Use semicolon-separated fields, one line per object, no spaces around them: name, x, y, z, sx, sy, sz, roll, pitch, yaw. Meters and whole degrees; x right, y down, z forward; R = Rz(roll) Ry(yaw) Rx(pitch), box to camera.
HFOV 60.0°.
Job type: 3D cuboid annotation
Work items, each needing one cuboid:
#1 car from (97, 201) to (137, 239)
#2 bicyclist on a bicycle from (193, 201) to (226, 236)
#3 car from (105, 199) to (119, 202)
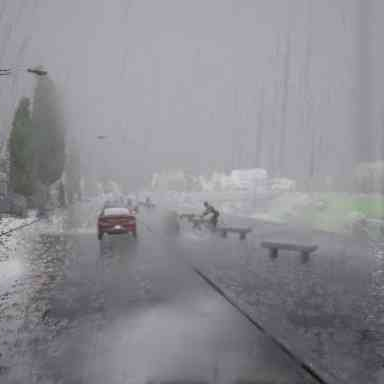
car;-4.084;1.504;18.019;1.882;1.535;5.008;-2;0;-14
bicyclist on a bicycle;0.821;1.262;15.662;1.656;1.620;0.582;-2;0;-14
car;-11.195;1.652;46.520;1.994;1.385;4.181;-2;0;-14
